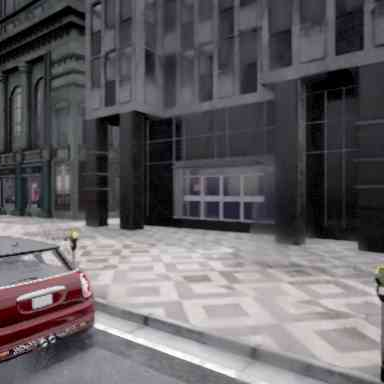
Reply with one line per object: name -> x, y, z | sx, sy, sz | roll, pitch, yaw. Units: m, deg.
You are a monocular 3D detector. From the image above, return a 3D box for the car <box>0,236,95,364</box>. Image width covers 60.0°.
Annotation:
car -> -3.528, 1.459, 5.480 | 4.097, 1.590, 1.967 | 0, 0, 36
